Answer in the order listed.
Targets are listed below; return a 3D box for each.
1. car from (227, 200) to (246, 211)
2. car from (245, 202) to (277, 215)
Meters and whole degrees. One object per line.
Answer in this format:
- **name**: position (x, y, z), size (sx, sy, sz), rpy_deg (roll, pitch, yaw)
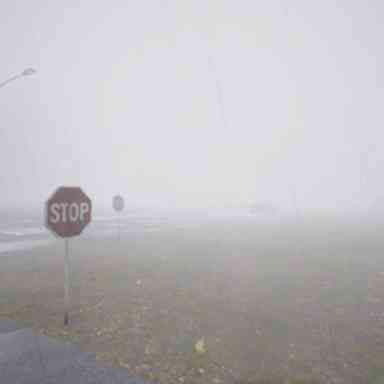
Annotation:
- **car**: position (7.133, 2.040, 50.765), size (1.882, 1.535, 5.008), rpy_deg (1, 1, 36)
- **car**: position (8.902, 2.000, 41.286), size (1.882, 1.535, 5.008), rpy_deg (1, 0, 36)
